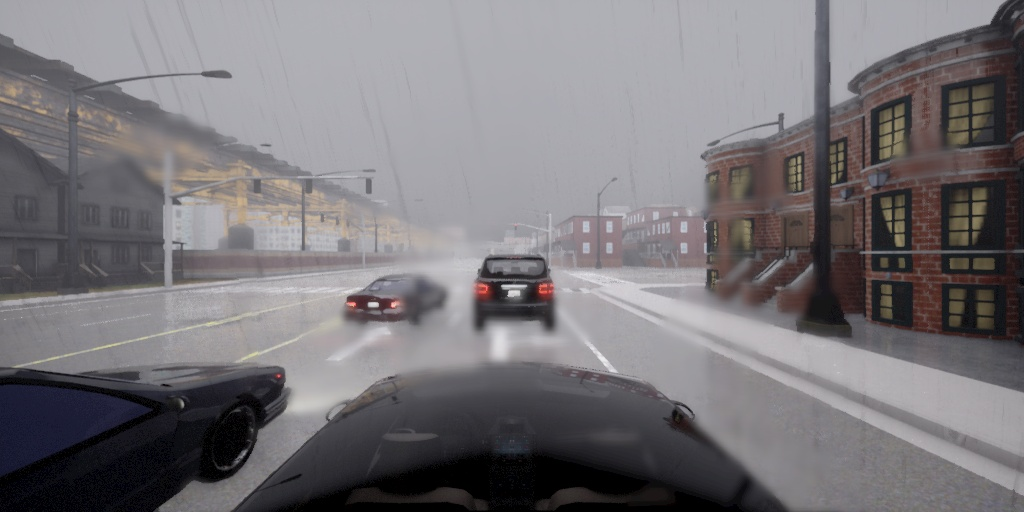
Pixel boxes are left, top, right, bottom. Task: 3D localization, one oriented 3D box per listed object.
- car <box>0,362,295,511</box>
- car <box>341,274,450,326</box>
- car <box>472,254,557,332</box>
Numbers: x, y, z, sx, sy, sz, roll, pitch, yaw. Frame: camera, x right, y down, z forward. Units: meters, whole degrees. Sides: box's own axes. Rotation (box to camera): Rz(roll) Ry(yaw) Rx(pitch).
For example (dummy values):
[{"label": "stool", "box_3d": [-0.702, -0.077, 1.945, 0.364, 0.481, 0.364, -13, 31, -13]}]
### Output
[{"label": "car", "box_3d": [-3.388, 1.298, 1.611, 2.033, 1.411, 5.357, 0, 0, -1]}, {"label": "car", "box_3d": [-3.443, 1.292, 11.682, 2.033, 1.411, 5.357, 0, 0, 2]}, {"label": "car", "box_3d": [0.083, 0.967, 11.001, 2.150, 2.045, 5.566, 0, 0, 0]}]
